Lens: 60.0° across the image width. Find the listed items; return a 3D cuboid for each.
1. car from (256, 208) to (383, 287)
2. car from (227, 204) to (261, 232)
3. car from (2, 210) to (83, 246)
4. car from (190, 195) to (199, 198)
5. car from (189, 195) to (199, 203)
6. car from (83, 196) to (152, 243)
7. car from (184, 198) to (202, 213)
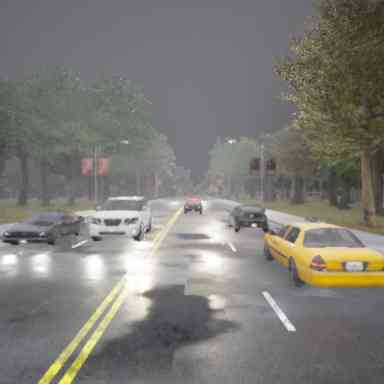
[{"bbox_3d":[3.260,1.460,9.225,1.801,1.575,5.366,0,0,0],"label":"car"},{"bbox_3d":[3.293,1.514,20.026,1.837,1.490,4.892,0,0,0],"label":"car"},{"bbox_3d":[-6.570,1.554,15.612,2.033,1.411,5.357,0,0,0],"label":"car"},{"bbox_3d":[0.403,1.405,54.792,2.097,1.767,4.553,0,0,1],"label":"car"},{"bbox_3d":[0.537,1.465,73.692,2.097,1.767,4.553,0,0,1],"label":"car"},{"bbox_3d":[-3.318,1.229,16.569,2.150,2.045,5.566,0,0,0],"label":"car"},{"bbox_3d":[0.144,1.626,36.779,1.895,1.301,4.718,0,0,0],"label":"car"}]
